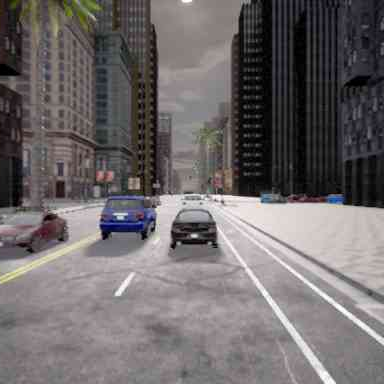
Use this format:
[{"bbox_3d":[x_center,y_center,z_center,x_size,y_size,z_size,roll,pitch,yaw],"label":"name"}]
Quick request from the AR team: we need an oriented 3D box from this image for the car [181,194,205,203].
[{"bbox_3d":[0.081,1.244,33.714,2.150,2.045,5.566,0,0,0],"label":"car"}]

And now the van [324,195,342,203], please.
[{"bbox_3d":[28.390,1.374,64.483,3.998,1.788,1.690,0,0,0],"label":"van"}]

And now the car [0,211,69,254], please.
[{"bbox_3d":[-6.607,1.535,13.727,1.812,1.442,4.674,0,0,0],"label":"car"}]

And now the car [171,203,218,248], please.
[{"bbox_3d":[0.093,1.487,14.912,1.882,1.535,5.008,0,0,0],"label":"car"}]

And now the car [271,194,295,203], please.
[{"bbox_3d":[17.035,1.593,64.474,4.403,1.369,2.008,0,0,0],"label":"car"}]

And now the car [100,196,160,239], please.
[{"bbox_3d":[-3.160,1.232,17.381,2.150,2.045,5.566,0,0,0],"label":"car"}]

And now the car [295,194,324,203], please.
[{"bbox_3d":[22.713,1.620,64.479,4.206,1.307,1.802,0,0,0],"label":"car"}]

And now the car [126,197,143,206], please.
[{"bbox_3d":[-9.782,1.658,57.054,2.033,1.411,5.357,0,0,0],"label":"car"}]

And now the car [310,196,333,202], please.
[{"bbox_3d":[28.381,1.598,73.009,4.206,1.307,1.802,0,0,0],"label":"car"}]
